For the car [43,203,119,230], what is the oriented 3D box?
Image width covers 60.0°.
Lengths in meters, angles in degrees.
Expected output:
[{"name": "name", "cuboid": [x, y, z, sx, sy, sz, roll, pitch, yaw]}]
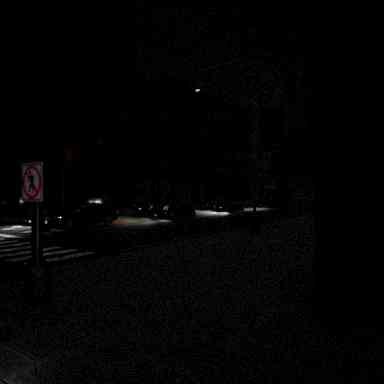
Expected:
[{"name": "car", "cuboid": [-6.858, 1.436, 20.862, 2.128, 1.511, 4.902, 0, 0, 35]}]

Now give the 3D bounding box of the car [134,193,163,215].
[{"name": "car", "cuboid": [-3.053, 1.125, 31.868, 2.150, 2.045, 5.566, 0, 0, 35]}]

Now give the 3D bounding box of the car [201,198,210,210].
[{"name": "car", "cuboid": [2.651, 1.366, 39.916, 1.837, 1.490, 4.892, 0, 0, 35]}]

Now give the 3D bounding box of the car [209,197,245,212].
[{"name": "car", "cuboid": [4.130, 1.428, 36.387, 1.994, 1.385, 4.181, 0, 0, 35]}]

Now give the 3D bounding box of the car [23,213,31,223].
[{"name": "car", "cuboid": [-8.939, 1.494, 23.572, 2.033, 1.411, 5.357, 0, 0, 34]}]

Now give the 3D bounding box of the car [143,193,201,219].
[{"name": "car", "cuboid": [-1.610, 1.258, 28.277, 2.097, 1.767, 4.553, 0, 0, 35]}]

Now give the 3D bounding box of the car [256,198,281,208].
[{"name": "car", "cuboid": [10.284, 1.420, 45.018, 1.895, 1.301, 4.718, 0, 0, 36]}]
